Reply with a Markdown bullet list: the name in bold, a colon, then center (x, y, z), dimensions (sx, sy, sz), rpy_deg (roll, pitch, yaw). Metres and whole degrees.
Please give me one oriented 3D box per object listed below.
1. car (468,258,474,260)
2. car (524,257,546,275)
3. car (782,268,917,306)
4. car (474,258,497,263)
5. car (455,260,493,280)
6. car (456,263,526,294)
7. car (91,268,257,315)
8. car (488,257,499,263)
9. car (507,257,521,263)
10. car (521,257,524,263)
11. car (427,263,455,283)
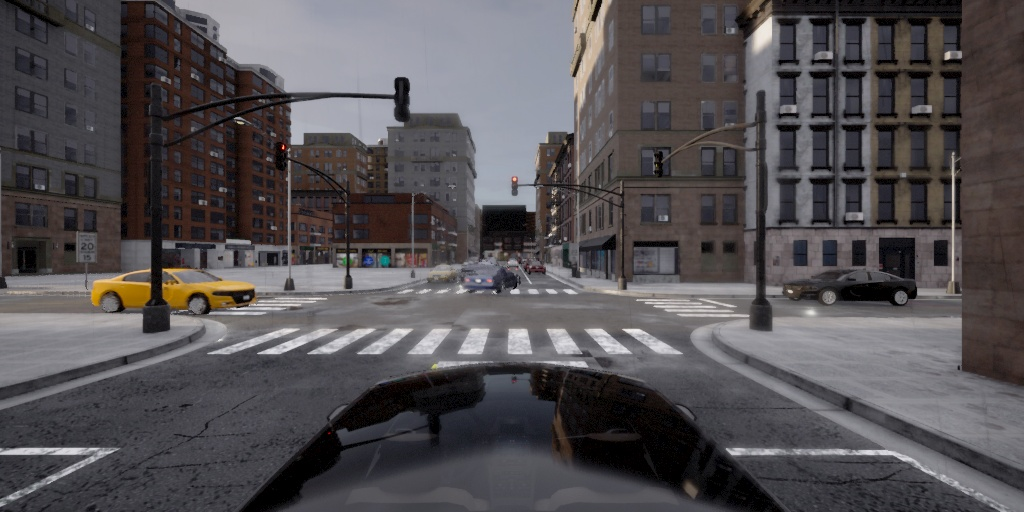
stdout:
- **car**: center (-5.373, 1.302, 45.057), dimensions (2.007, 1.370, 4.403), rpy_deg (0, 0, 0)
- **car**: center (2.650, 1.191, 39.391), dimensions (1.967, 1.591, 4.097), rpy_deg (0, 0, 0)
- **car**: center (14.777, 1.310, 15.858), dimensions (5.008, 1.535, 1.882), rpy_deg (0, 0, -1)
- **car**: center (-2.839, 1.277, 38.204), dimensions (1.812, 1.442, 4.674), rpy_deg (0, 0, 0)
- **car**: center (-2.840, 1.298, 28.153), dimensions (2.033, 1.411, 5.357), rpy_deg (0, 0, 0)
- **car**: center (-1.013, 1.297, 20.458), dimensions (2.033, 1.411, 5.357), rpy_deg (0, 0, 16)
- **car**: center (-11.820, 1.175, 12.736), dimensions (5.008, 1.535, 1.882), rpy_deg (0, 0, 3)
- **car**: center (-2.818, 1.230, 48.694), dimensions (1.882, 1.535, 5.008), rpy_deg (0, 0, 0)
- **car**: center (0.124, 1.279, 61.892), dimensions (1.812, 1.442, 4.674), rpy_deg (0, 0, 0)
- **car**: center (2.652, 1.066, 45.054), dimensions (2.192, 1.841, 5.009), rpy_deg (0, 0, 0)
- **car**: center (-5.379, 1.276, 27.901), dimensions (1.751, 1.417, 4.829), rpy_deg (0, 0, 0)
